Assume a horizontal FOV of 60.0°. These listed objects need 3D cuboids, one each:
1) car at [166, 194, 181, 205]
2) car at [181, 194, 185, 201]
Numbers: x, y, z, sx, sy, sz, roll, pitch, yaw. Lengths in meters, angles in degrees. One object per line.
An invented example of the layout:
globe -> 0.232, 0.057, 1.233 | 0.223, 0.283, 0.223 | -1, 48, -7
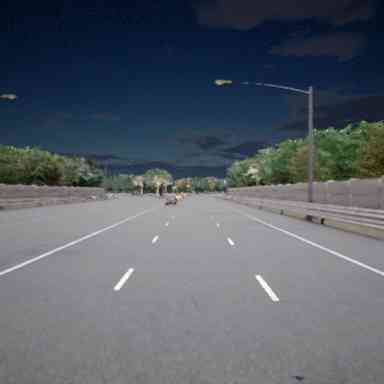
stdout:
car -> -3.483, 1.504, 57.962 | 2.033, 1.411, 5.357 | 0, 0, 0
car -> -3.476, 1.286, 83.435 | 2.097, 1.767, 4.553 | 0, 0, 0
